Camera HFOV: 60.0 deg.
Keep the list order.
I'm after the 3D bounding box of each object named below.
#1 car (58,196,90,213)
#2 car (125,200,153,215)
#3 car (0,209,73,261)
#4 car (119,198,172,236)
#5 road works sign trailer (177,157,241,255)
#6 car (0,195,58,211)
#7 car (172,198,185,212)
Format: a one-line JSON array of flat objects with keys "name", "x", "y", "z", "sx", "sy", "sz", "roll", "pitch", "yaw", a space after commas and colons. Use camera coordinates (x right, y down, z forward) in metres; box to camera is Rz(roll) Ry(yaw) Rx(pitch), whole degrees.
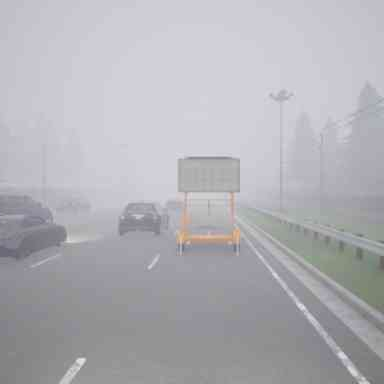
[{"name": "car", "x": -12.295, "y": 1.237, "z": 34.769, "sx": 2.097, "sy": 1.767, "sz": 4.553, "roll": 0, "pitch": 0, "yaw": 3}, {"name": "car", "x": -5.332, "y": 1.488, "z": 33.765, "sx": 1.895, "sy": 1.301, "sz": 4.718, "roll": 0, "pitch": 0, "yaw": 3}, {"name": "car", "x": -6.282, "y": 1.522, "z": 12.196, "sx": 1.994, "sy": 1.385, "sz": 4.181, "roll": 0, "pitch": 0, "yaw": 3}, {"name": "car", "x": -2.509, "y": 1.291, "z": 18.328, "sx": 2.097, "sy": 1.767, "sz": 4.553, "roll": 0, "pitch": 0, "yaw": 3}, {"name": "road works sign trailer", "x": 0.663, "y": 0.421, "z": 13.071, "sx": 2.380, "sy": 3.560, "sz": 2.880, "roll": 0, "pitch": 0, "yaw": 3}, {"name": "car", "x": -9.546, "y": 1.156, "z": 17.631, "sx": 2.150, "sy": 2.045, "sz": 5.566, "roll": 0, "pitch": -1, "yaw": 3}, {"name": "car", "x": -1.715, "y": 1.357, "z": 36.359, "sx": 1.882, "sy": 1.535, "sz": 5.008, "roll": 0, "pitch": -1, "yaw": 3}]
